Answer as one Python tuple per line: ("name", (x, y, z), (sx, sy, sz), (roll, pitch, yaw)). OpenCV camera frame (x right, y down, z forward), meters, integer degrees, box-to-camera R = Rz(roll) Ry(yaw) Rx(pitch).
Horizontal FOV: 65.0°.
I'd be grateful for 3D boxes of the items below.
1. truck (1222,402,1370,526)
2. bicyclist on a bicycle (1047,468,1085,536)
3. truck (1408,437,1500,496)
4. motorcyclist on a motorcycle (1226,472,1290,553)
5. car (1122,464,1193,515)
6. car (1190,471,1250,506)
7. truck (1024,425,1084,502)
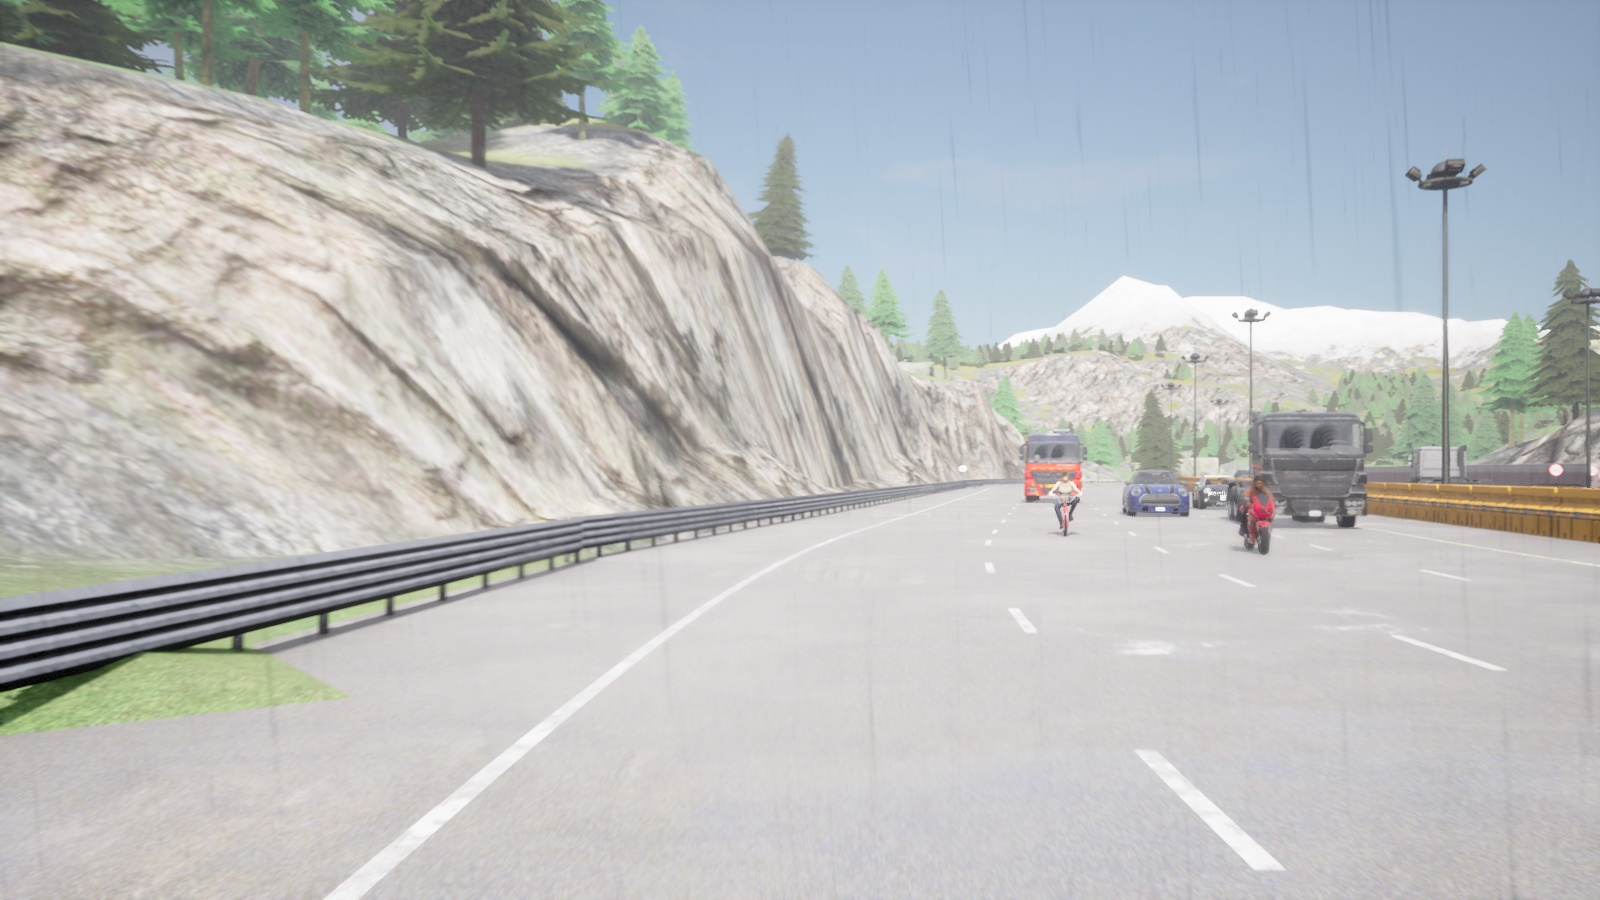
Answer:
("truck", (15.274, 0.459, 39.287), (2.891, 3.462, 7.936), (0, -1, 11))
("bicyclist on a bicycle", (6.533, 1.254, 30.888), (0.866, 1.612, 1.509), (0, -1, 11))
("truck", (40.653, 1.063, 78.311), (2.891, 3.462, 7.936), (0, -1, 11))
("motorcyclist on a motorcycle", (8.987, 1.192, 24.697), (0.797, 1.523, 2.044), (1, -1, 9))
("car", (12.998, 1.414, 45.897), (2.097, 1.767, 4.553), (0, -1, 11))
("car", (18.310, 1.661, 54.871), (1.970, 1.475, 3.806), (0, -1, 11))
("truck", (13.493, 0.741, 66.896), (2.891, 3.827, 8.468), (0, -1, 11))
